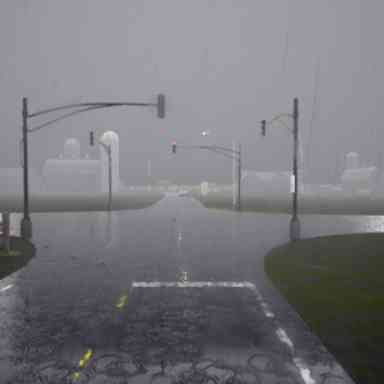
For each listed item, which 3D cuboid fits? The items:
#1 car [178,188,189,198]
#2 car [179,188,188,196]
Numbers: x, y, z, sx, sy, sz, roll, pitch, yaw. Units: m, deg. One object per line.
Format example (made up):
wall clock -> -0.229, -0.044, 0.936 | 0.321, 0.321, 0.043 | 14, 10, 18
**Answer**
car -> -1.638, 0.505, 74.004 | 1.812, 1.442, 4.674 | 0, 1, -3
car -> -2.240, -0.001, 84.031 | 2.150, 2.045, 5.566 | 0, 1, -4
